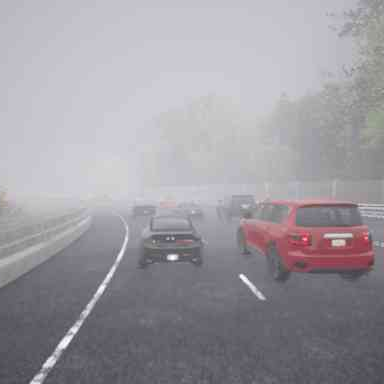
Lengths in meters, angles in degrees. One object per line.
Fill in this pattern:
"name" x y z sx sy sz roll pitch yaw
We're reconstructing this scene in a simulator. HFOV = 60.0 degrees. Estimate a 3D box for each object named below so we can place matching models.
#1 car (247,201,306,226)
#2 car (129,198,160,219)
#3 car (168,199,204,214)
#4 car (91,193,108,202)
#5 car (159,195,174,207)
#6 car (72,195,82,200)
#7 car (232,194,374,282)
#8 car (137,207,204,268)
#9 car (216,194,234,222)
"car" 5.899 1.453 23.876 1.837 1.490 4.892 0 -1 -16
"car" -4.404 1.457 29.110 1.882 1.535 5.008 0 0 -16
"car" -0.445 1.531 27.899 1.994 1.385 4.181 0 0 -15
"car" -20.325 1.206 73.396 2.150 2.045 5.566 0 0 -36
"car" -3.833 1.308 46.990 2.097 1.767 4.553 0 0 -25
"car" -30.257 1.523 87.548 2.128 1.511 4.902 0 0 -28
"car" 2.934 1.200 9.909 2.150 2.045 5.566 0 0 -6
"car" -0.775 1.492 11.275 1.837 1.490 4.892 0 0 -6
"car" 3.398 1.178 25.903 2.150 2.045 5.566 0 0 -7
